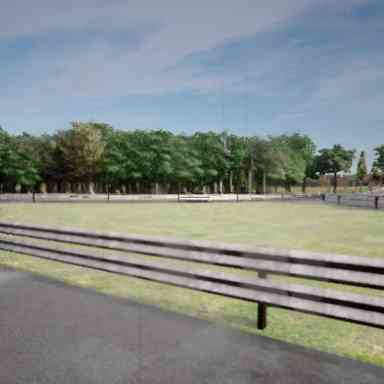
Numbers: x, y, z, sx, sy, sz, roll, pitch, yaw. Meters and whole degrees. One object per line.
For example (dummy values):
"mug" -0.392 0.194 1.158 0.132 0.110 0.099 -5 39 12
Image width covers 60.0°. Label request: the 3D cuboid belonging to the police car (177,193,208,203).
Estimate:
"police car" 0.077 1.002 55.557 4.974 1.542 2.038 0 -1 -20
